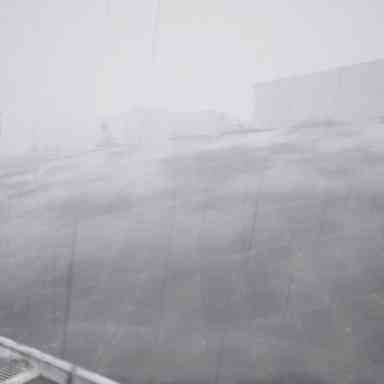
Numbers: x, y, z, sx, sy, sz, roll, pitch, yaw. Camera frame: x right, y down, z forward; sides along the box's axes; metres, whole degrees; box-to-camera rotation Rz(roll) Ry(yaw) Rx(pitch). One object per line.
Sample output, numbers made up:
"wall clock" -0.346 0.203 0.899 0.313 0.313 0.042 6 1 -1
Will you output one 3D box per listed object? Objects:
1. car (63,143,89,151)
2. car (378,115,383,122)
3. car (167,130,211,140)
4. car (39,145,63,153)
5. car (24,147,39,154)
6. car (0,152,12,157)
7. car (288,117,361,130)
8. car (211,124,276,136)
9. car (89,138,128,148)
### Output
"car" -12.716 -4.964 39.074 4.674 1.452 2.002 2 1 39
"car" 13.043 -4.004 18.394 5.008 1.535 2.097 2 2 37
"car" -0.015 -4.546 28.652 4.892 1.521 2.231 2 1 39
"car" -17.099 -5.286 42.670 4.553 1.767 2.185 2 1 39
"car" -21.365 -5.435 46.171 4.553 1.767 2.185 2 1 39
"car" -29.882 -5.593 53.158 4.892 1.521 2.231 2 1 39
"car" 8.612 -4.154 21.730 4.674 1.452 2.002 2 2 38
"car" 4.256 -4.379 25.159 4.892 1.521 2.231 2 2 39
"car" -8.467 -4.977 35.587 4.553 1.767 2.185 2 1 39
